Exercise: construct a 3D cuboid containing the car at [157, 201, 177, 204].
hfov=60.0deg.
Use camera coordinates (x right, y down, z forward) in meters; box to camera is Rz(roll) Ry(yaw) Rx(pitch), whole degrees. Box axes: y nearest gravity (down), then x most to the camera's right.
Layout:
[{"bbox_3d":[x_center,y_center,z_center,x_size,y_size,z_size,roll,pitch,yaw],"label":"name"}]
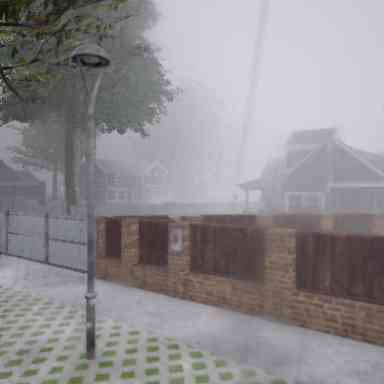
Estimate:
[{"bbox_3d":[-3.313,1.832,43.518,2.033,1.411,5.357,1,0,36],"label":"car"}]
